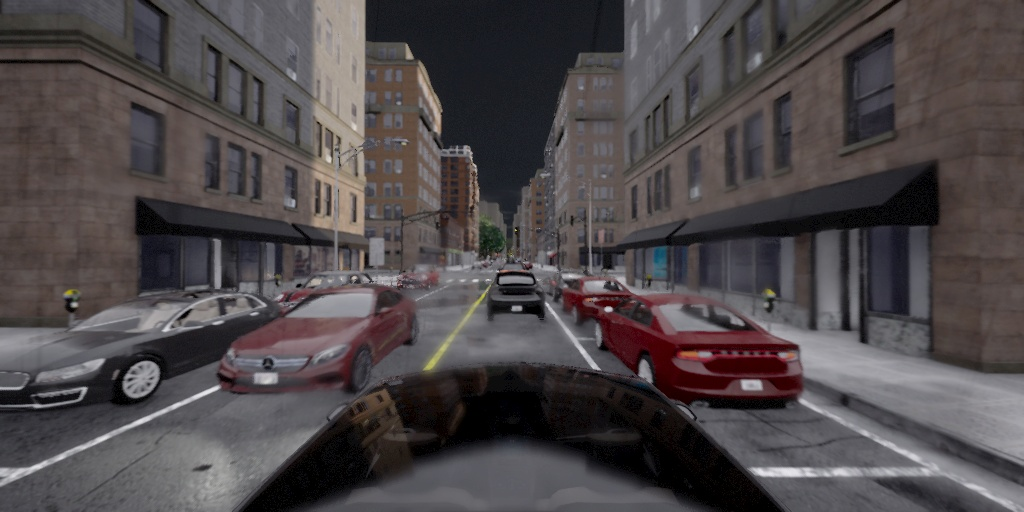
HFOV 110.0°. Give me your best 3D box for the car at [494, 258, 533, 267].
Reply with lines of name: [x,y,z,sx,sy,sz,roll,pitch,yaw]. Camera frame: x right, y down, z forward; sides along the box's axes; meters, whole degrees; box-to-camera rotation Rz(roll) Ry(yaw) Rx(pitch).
car: [0.107,1.197,24.051,2.097,1.767,4.553,0,0,0]

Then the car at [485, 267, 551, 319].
car: [0.102,1.302,12.954,1.837,1.490,4.892,0,0,-1]

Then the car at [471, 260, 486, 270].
car: [-5.962,1.582,61.063,2.007,1.370,4.403,0,0,-1]

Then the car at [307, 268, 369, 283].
car: [-5.852,1.231,11.716,1.967,1.591,4.097,0,0,0]

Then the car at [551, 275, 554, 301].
car: [2.677,1.366,17.211,2.007,1.370,4.403,0,0,0]

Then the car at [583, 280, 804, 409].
car: [2.673,1.313,6.228,1.888,1.381,4.507,0,0,0]

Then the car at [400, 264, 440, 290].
car: [-5.847,1.279,22.703,1.967,1.591,4.097,0,0,0]

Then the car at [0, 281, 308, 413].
car: [-5.855,1.319,6.224,2.007,1.370,4.403,0,0,0]

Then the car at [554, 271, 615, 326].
car: [2.675,1.336,11.720,1.888,1.381,4.507,0,0,0]

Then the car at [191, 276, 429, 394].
car: [-3.096,1.297,6.849,1.812,1.442,4.674,0,0,0]
